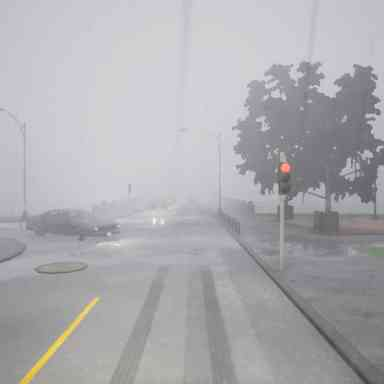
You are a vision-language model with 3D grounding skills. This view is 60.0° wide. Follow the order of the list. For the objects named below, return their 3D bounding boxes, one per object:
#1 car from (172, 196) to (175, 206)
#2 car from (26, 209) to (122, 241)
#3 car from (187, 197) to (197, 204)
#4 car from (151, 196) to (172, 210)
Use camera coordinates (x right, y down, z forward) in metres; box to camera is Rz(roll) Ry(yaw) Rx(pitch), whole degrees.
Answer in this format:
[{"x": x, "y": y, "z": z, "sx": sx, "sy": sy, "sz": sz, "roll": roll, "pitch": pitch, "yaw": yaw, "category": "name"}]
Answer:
[{"x": -4.062, "y": 1.477, "z": 51.794, "sx": 1.882, "sy": 1.535, "sz": 5.008, "roll": 0, "pitch": 0, "yaw": 0, "category": "car"}, {"x": -6.055, "y": 1.547, "z": 16.703, "sx": 5.357, "sy": 1.411, "sz": 2.033, "roll": 0, "pitch": 0, "yaw": 31, "category": "car"}, {"x": 0.038, "y": 1.547, "z": 61.682, "sx": 2.033, "sy": 1.411, "sz": 5.357, "roll": 0, "pitch": 0, "yaw": 0, "category": "car"}, {"x": -4.074, "y": 1.491, "z": 42.246, "sx": 2.128, "sy": 1.511, "sz": 4.902, "roll": 0, "pitch": 0, "yaw": 0, "category": "car"}]
